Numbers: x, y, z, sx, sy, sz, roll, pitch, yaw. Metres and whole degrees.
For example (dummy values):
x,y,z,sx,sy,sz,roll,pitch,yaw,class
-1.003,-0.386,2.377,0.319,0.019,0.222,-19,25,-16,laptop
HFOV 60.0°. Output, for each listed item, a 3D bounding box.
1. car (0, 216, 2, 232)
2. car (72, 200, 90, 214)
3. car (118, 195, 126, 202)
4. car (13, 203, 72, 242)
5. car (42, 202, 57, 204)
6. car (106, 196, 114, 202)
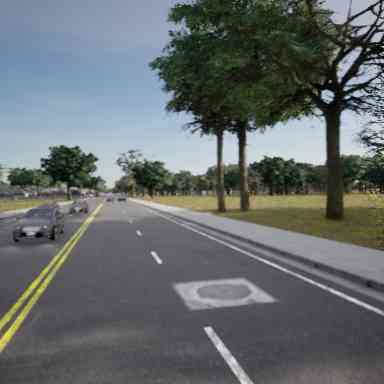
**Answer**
x,y,z,sx,sy,sz,roll,pitch,yaw,class
-10.799,1.624,15.986,1.882,1.535,5.008,-1,0,-14,car
-12.662,1.682,37.574,2.128,1.511,4.902,-1,0,-13,car
-18.680,1.860,89.421,1.882,1.535,5.008,-1,0,-14,car
-7.755,1.594,17.219,2.128,1.511,4.902,-1,0,-14,car
-15.903,1.782,37.168,2.033,1.411,5.357,-1,0,-14,car
-21.835,1.951,88.647,2.128,1.511,4.902,-1,0,-14,car
